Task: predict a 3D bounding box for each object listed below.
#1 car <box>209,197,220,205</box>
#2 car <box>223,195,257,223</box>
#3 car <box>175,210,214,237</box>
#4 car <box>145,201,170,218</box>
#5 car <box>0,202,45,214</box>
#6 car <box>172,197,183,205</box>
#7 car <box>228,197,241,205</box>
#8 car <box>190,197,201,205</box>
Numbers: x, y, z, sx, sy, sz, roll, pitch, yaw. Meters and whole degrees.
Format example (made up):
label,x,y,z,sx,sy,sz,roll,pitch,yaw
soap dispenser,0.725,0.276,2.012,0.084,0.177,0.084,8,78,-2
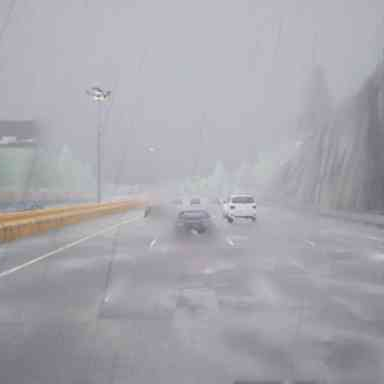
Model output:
label,x,y,z,sx,sy,sz,roll,pitch,yaw
car,4.150,1.625,60.916,2.033,1.411,5.357,0,0,1
car,3.701,1.248,26.208,2.150,2.045,5.566,0,0,1
car,0.113,1.629,18.097,1.895,1.301,4.718,0,0,0
car,-3.233,1.588,30.824,1.812,1.442,4.674,0,0,1
car,-13.866,1.608,27.396,2.128,1.511,4.902,0,0,1
car,-2.807,1.676,63.743,1.994,1.385,4.181,0,0,1
car,7.647,1.662,60.281,1.895,1.301,4.718,0,0,1
car,0.667,1.586,61.848,2.128,1.511,4.902,0,0,1
